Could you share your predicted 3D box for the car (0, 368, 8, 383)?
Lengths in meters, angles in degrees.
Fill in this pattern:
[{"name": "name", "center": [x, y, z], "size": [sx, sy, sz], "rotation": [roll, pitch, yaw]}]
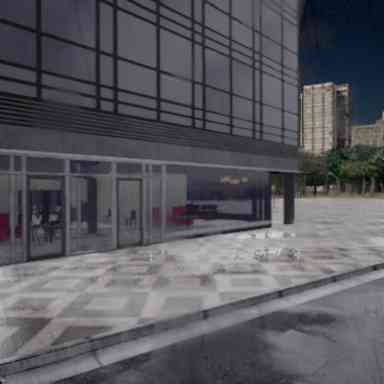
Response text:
[{"name": "car", "center": [-2.979, 1.571, 1.252], "size": [4.181, 1.385, 1.994], "rotation": [0, 0, -36]}]
